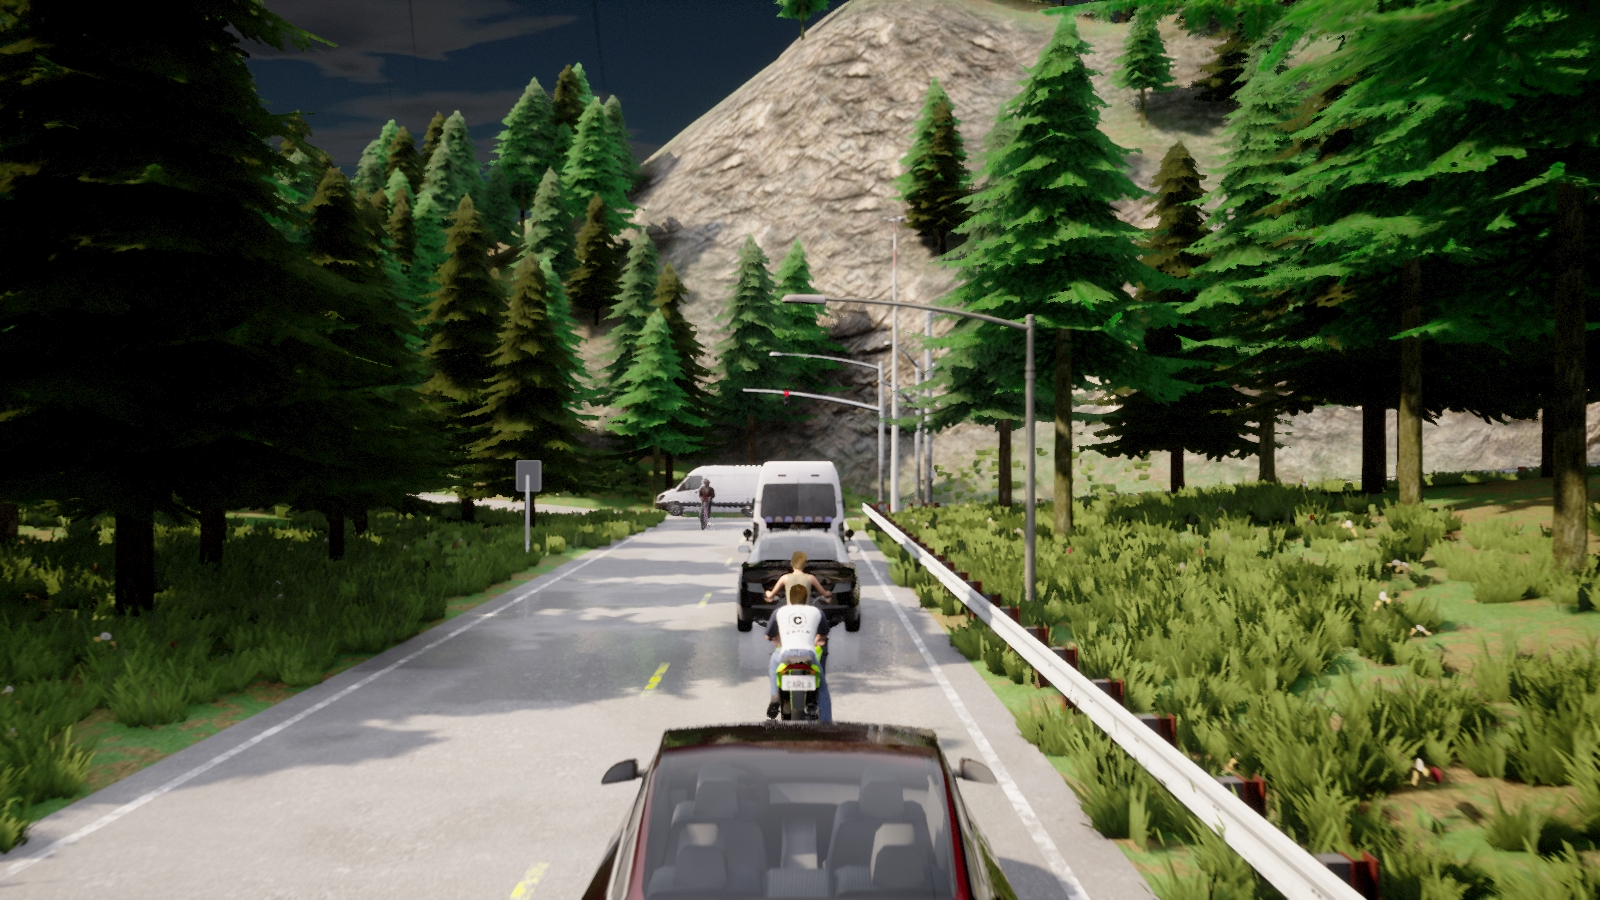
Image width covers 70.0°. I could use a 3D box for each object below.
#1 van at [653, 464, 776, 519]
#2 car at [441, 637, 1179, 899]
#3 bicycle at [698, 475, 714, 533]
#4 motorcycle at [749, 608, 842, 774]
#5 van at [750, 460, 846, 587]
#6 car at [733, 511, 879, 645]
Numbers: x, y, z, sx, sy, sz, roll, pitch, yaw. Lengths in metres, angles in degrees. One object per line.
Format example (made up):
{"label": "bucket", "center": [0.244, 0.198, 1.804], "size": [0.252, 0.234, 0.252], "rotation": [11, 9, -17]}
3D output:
{"label": "van", "center": [-4.187, 2.076, 56.547], "size": [5.915, 2.561, 1.988], "rotation": [1, -3, -2]}
{"label": "car", "center": [0.026, 2.063, 5.647], "size": [2.163, 1.488, 4.792], "rotation": [0, 0, 0]}
{"label": "bicycle", "center": [-3.251, 1.836, 39.426], "size": [0.329, 1.919, 1.835], "rotation": [0, 0, 2]}
{"label": "motorcycle", "center": [-0.035, 2.213, 10.854], "size": [0.803, 1.145, 2.033], "rotation": [0, 0, 0]}
{"label": "van", "center": [-0.043, 1.534, 26.485], "size": [1.988, 2.561, 5.915], "rotation": [0, 0, 0]}
{"label": "car", "center": [0.087, 1.982, 19.067], "size": [2.097, 1.638, 5.238], "rotation": [0, 0, 0]}
